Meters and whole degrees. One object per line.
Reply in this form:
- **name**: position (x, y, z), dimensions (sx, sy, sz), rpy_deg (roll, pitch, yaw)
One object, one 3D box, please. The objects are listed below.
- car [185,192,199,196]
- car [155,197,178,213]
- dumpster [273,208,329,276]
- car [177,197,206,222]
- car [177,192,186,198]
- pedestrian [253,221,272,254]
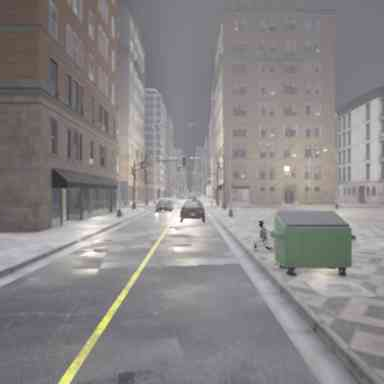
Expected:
- **car**: position (0.000, 1.198, 85.523), dimensions (2.097, 1.767, 4.553), rpy_deg (0, 0, 0)
- **car**: position (-3.000, 1.515, 37.202), dimensions (2.033, 1.411, 5.357), rpy_deg (0, 0, 0)
- **dumpster**: position (3.136, 1.382, 9.835), dimensions (1.020, 1.700, 1.940), rpy_deg (0, 0, 0)
- **car**: position (0.068, 1.441, 26.091), dimensions (1.882, 1.535, 5.008), rpy_deg (0, 0, 0)
- **car**: position (-3.001, 1.293, 90.939), dimensions (1.882, 1.535, 5.008), rpy_deg (0, 0, 0)
- **pedestrian**: position (2.368, 1.127, 11.138), dimensions (0.375, 1.860, 0.375), rpy_deg (0, 0, -5)
